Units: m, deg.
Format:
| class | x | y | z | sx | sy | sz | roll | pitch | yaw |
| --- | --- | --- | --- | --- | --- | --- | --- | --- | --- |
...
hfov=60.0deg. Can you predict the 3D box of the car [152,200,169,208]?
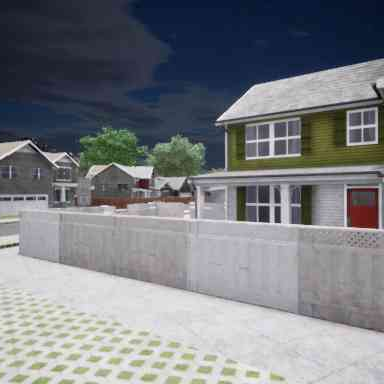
| class | x | y | z | sx | sy | sz | roll | pitch | yaw |
| --- | --- | --- | --- | --- | --- | --- | --- | --- | --- |
| car | -3.502 | 1.657 | 38.301 | 1.812 | 1.442 | 4.674 | 0 | 0 | 20 |
